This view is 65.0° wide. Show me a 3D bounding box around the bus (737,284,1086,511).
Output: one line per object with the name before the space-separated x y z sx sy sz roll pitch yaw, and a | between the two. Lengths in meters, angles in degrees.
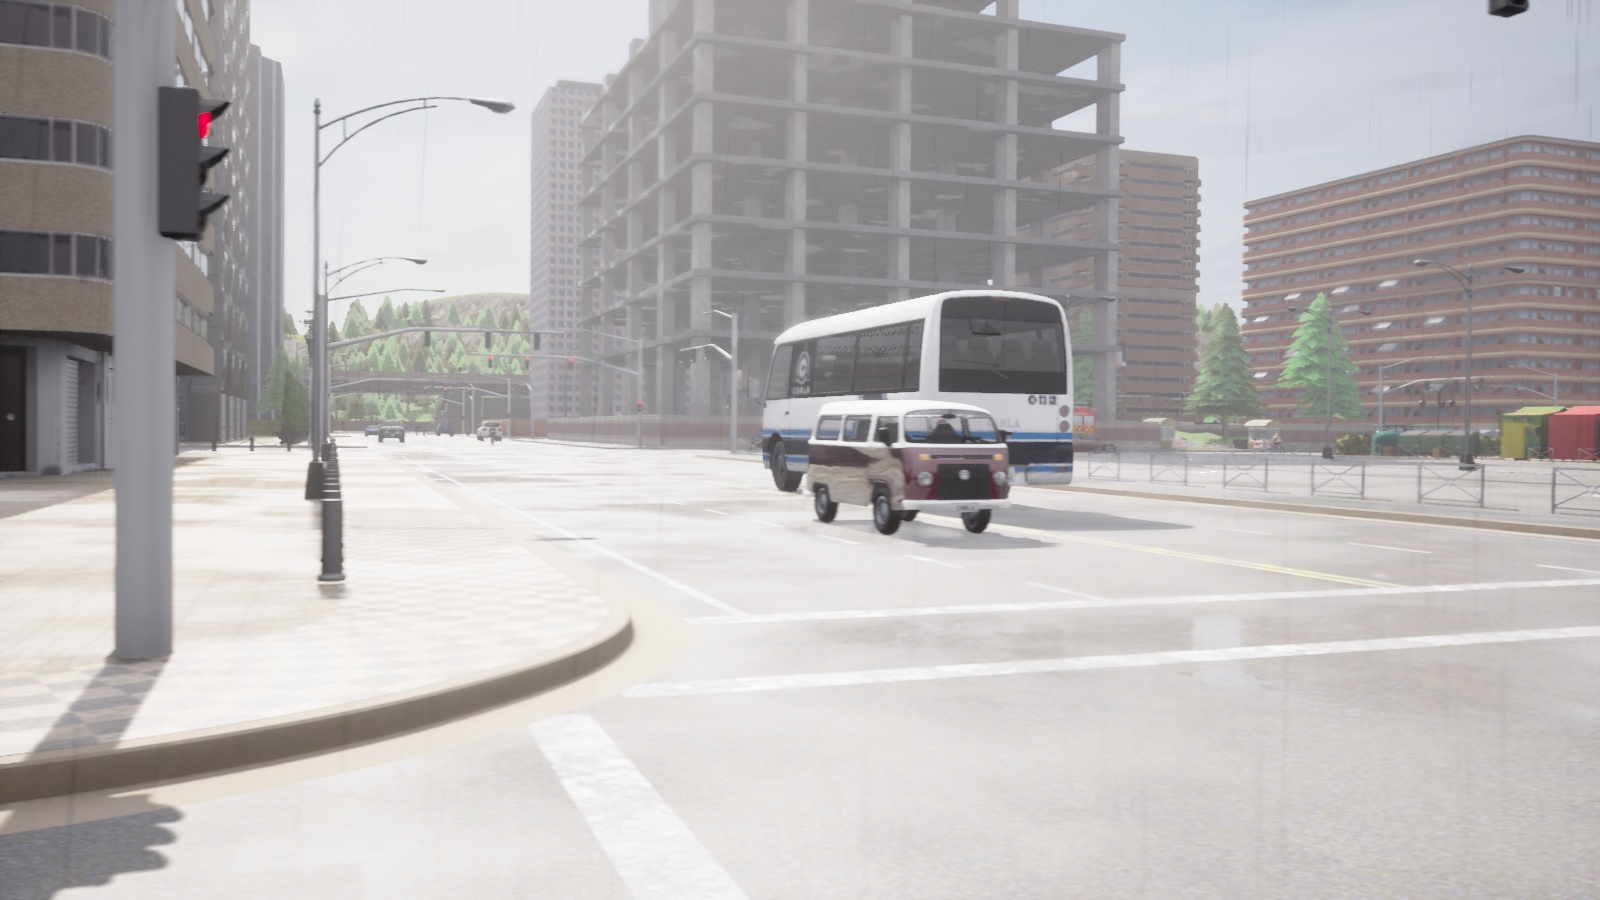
bus | 2.000 -1.071 29.003 3.944 4.253 10.273 -1 1 -20

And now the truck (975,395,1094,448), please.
truck | 17.590 -2.142 94.227 8.468 3.827 2.891 -1 1 -21

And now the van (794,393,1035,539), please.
van | 1.654 0.180 19.969 2.069 2.038 4.480 -1 1 -20

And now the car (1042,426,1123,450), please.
car | 18.792 -0.819 83.664 4.792 1.488 2.163 -1 1 -12
